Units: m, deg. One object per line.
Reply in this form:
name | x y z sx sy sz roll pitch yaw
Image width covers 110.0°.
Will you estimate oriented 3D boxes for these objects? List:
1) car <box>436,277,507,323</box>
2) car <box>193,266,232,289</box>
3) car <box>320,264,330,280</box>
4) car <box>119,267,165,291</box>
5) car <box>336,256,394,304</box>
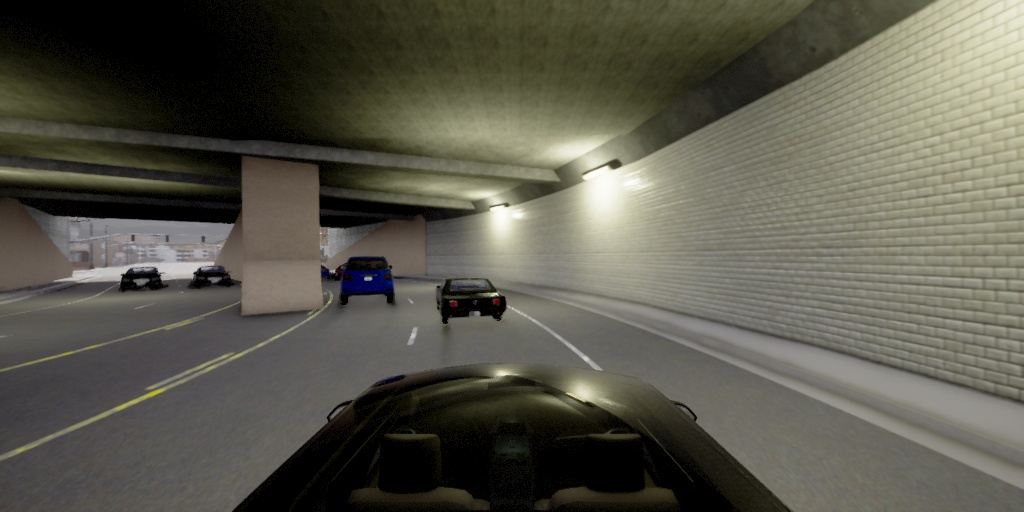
car | -1.606 1.366 12.318 1.895 1.301 4.718 -1 0 -14
car | -21.326 1.447 25.508 2.128 1.511 4.902 0 0 -43
car | -18.097 1.401 32.429 1.882 1.535 5.008 0 0 -43
car | -24.877 1.482 24.189 2.128 1.511 4.902 -1 0 -44
car | -6.963 1.038 17.199 2.150 2.045 5.566 0 0 -23
